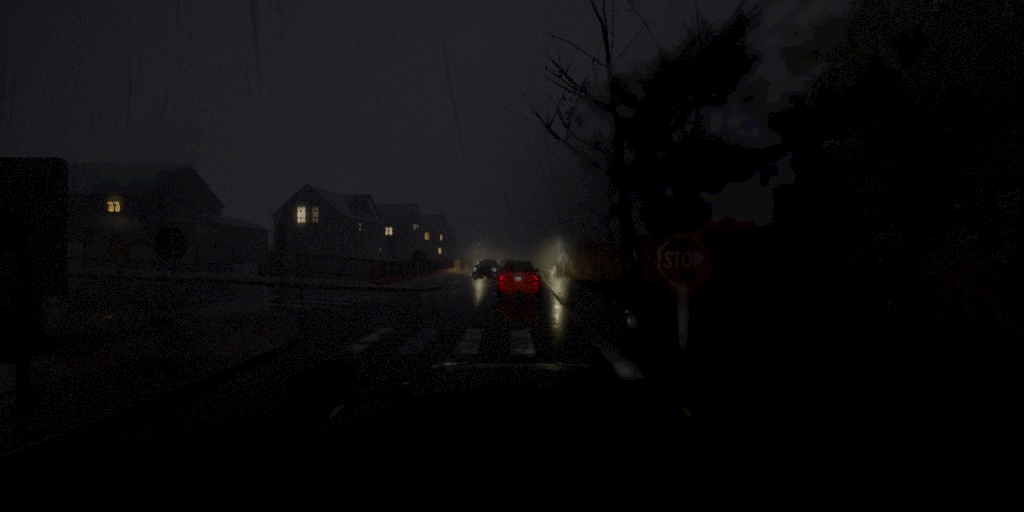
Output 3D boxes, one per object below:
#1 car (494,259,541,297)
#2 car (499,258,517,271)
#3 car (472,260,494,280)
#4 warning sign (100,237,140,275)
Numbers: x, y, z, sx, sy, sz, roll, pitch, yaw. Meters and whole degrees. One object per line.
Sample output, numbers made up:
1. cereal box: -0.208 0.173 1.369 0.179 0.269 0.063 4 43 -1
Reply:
1. car: 0.415 1.083 18.803 2.097 1.767 4.553 0 0 2
2. car: -0.516 1.167 49.833 2.097 1.767 4.553 0 0 6
3. car: -2.008 1.089 30.308 2.097 1.767 4.553 0 0 3
4. warning sign: -19.888 -0.022 18.206 1.060 1.860 1.300 0 0 0
